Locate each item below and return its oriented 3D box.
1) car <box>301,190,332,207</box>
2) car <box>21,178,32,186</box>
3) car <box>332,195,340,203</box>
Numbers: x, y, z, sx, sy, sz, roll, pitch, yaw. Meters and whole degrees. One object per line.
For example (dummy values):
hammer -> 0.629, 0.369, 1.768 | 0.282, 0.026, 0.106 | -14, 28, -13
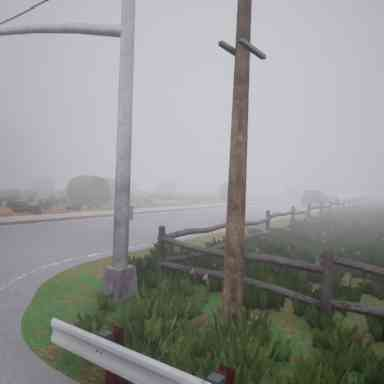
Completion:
car -> 15.452, 0.813, 41.802 | 2.150, 2.045, 5.566 | 3, 2, 34
car -> -39.133, -2.305, 79.212 | 1.905, 1.878, 3.866 | 8, 2, -13
car -> 21.205, 1.136, 50.699 | 1.994, 1.385, 4.181 | 3, 2, 33
